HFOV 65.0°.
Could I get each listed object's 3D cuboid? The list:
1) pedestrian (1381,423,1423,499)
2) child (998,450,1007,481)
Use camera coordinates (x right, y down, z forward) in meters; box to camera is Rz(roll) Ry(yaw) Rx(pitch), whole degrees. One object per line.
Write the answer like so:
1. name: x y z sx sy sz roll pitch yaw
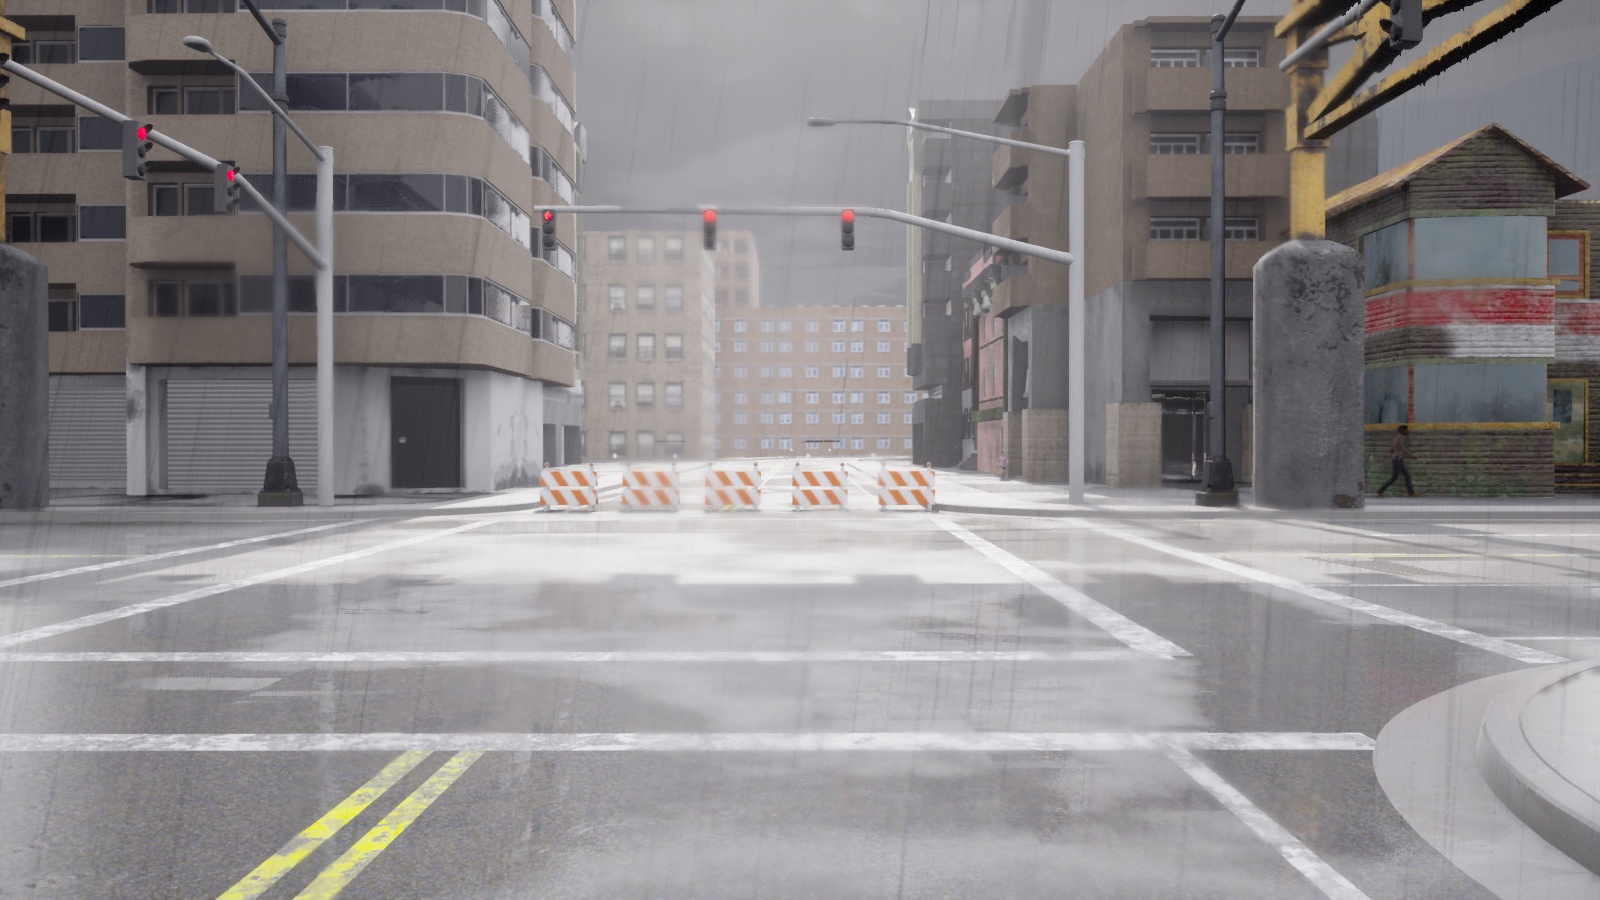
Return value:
1. pedestrian: 14.463 0.253 30.182 0.869 1.805 0.328 0 0 19
2. child: 7.198 0.546 44.604 0.255 1.110 0.394 0 0 -3
